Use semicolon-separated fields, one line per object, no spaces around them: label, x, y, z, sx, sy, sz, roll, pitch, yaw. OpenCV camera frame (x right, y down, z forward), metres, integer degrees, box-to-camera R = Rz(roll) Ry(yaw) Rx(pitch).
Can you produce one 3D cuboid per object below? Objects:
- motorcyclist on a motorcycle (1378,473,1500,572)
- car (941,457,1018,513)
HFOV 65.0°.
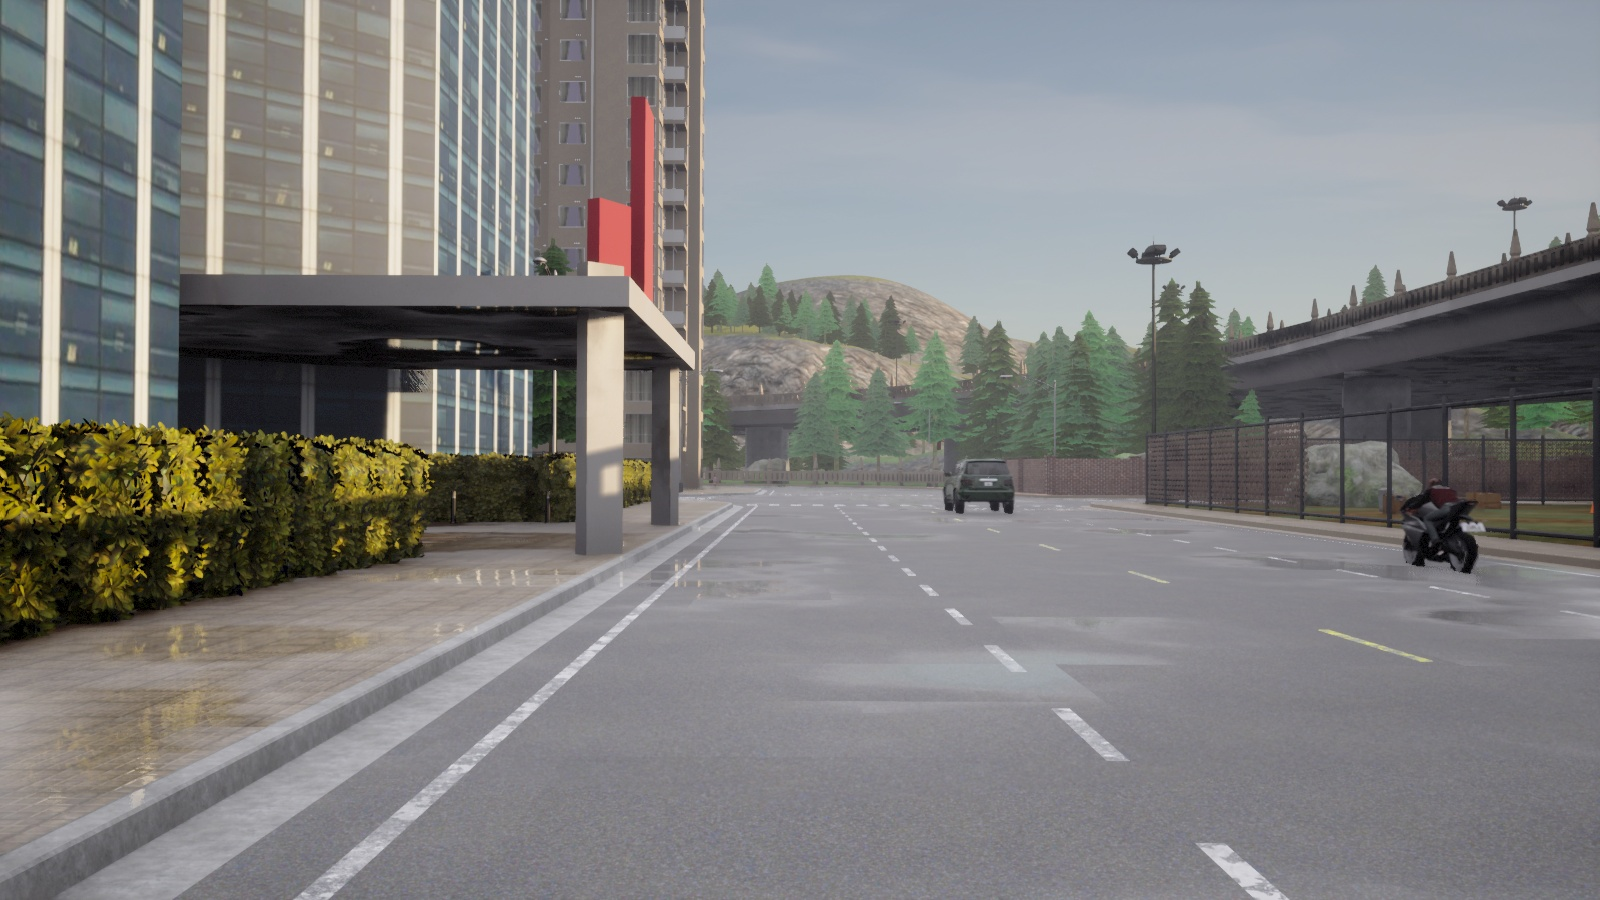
motorcyclist on a motorcycle;10.445;1.153;20.631;0.866;1.530;2.191;0;-1;0
car;6.869;1.319;48.531;2.150;2.045;5.566;0;-1;0
